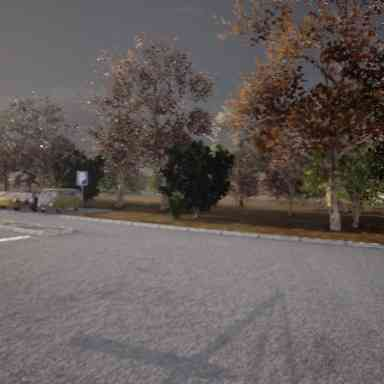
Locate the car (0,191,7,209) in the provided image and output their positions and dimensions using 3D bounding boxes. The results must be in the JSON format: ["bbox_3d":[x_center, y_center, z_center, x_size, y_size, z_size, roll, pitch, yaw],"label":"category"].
[{"bbox_3d":[-16.155,0.752,31.577,1.946,1.575,5.366,1,1,12],"label":"car"}]

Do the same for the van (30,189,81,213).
[{"bbox_3d":[-11.172,0.713,28.168,1.878,1.987,4.442,2,1,12],"label":"van"}]

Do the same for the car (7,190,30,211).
[{"bbox_3d":[-13.685,0.721,29.798,2.185,1.767,4.553,1,1,12],"label":"car"}]

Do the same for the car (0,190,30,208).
[{"bbox_3d":[-18.733,0.663,32.792,1.946,1.575,5.366,2,1,13],"label":"car"}]
